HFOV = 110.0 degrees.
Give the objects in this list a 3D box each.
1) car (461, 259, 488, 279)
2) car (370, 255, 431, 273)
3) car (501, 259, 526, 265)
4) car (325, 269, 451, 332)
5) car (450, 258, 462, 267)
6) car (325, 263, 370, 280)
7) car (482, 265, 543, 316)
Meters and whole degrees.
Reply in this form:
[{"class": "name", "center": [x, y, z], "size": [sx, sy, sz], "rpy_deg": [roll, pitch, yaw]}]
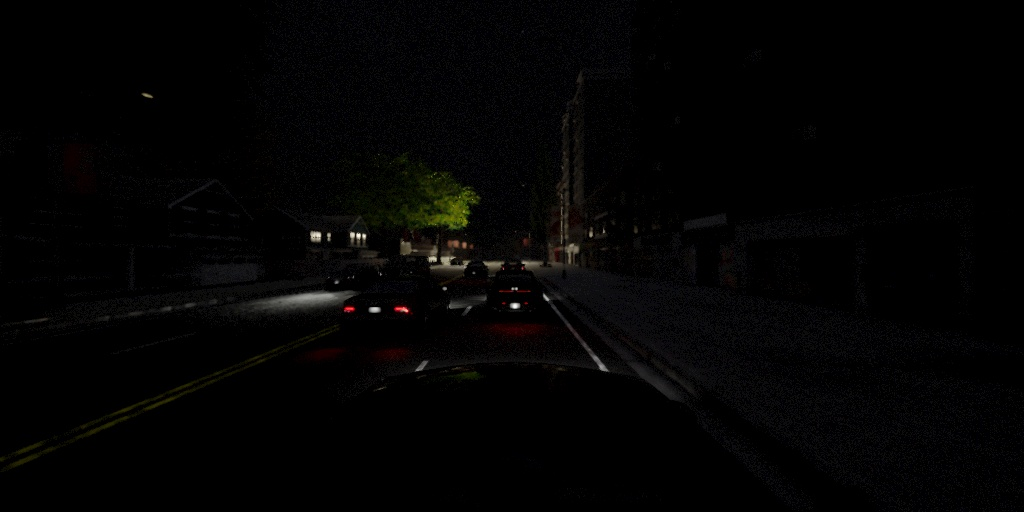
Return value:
[{"class": "car", "center": [-3.161, 1.220, 32.124], "size": [1.812, 1.442, 4.674], "rpy_deg": [0, 0, 0]}, {"class": "car", "center": [-6.606, 0.940, 22.570], "size": [2.150, 2.045, 5.566], "rpy_deg": [0, 0, 0]}, {"class": "car", "center": [0.089, 1.050, 30.842], "size": [2.097, 1.767, 4.553], "rpy_deg": [0, 0, 0]}, {"class": "car", "center": [-3.156, 1.283, 10.758], "size": [2.033, 1.411, 5.357], "rpy_deg": [0, 0, 0]}, {"class": "car", "center": [-9.804, 1.106, 63.678], "size": [1.837, 1.490, 4.892], "rpy_deg": [0, 0, 1]}, {"class": "car", "center": [-9.857, 1.206, 22.610], "size": [2.128, 1.511, 4.902], "rpy_deg": [0, 0, 0]}, {"class": "car", "center": [0.093, 1.237, 13.206], "size": [1.837, 1.490, 4.892], "rpy_deg": [0, 0, 0]}]
